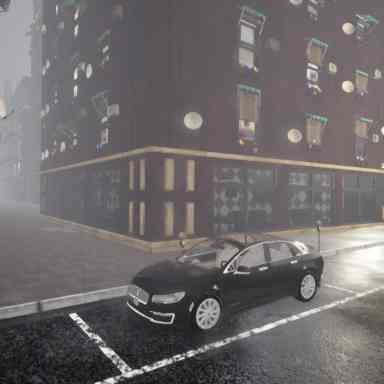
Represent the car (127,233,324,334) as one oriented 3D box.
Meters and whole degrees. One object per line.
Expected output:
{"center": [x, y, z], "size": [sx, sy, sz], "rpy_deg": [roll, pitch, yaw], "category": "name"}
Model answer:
{"center": [0.871, 1.552, 6.669], "size": [4.403, 1.369, 2.008], "rpy_deg": [0, 1, -35], "category": "car"}
